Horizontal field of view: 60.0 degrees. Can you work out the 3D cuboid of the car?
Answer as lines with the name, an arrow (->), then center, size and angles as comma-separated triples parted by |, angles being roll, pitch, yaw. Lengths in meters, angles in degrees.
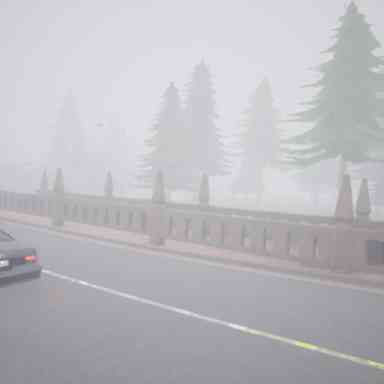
car -> -5.735, 1.338, 7.938 | 5.357, 1.411, 2.033 | 3, 2, 36
